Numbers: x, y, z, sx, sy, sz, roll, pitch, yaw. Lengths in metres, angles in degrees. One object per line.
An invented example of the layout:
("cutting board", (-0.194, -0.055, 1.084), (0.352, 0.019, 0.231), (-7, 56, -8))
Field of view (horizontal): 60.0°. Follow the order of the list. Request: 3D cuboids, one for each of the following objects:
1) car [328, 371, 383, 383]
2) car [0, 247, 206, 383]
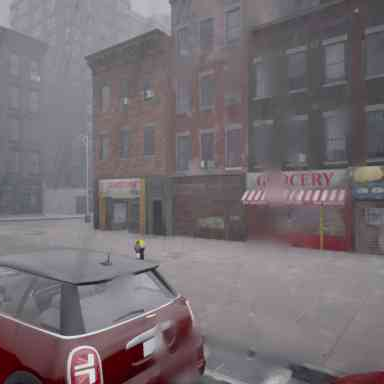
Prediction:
("car", (2.533, 1.544, 0.998), (4.507, 1.381, 1.887), (0, 0, 36))
("car", (-1.929, 1.441, 4.219), (4.097, 1.590, 1.967), (0, 0, 36))
